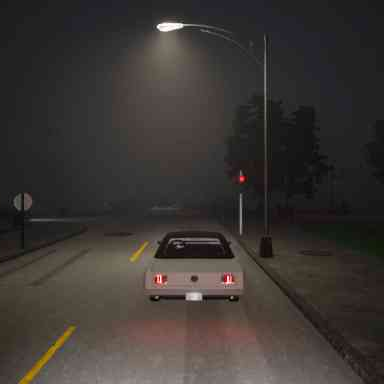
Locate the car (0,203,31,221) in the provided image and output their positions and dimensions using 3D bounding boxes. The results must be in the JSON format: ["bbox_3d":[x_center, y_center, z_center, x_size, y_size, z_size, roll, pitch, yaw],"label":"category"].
[{"bbox_3d":[-15.783,1.547,26.369,5.357,1.411,2.033,0,0,0],"label":"car"}]

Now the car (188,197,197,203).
[{"bbox_3d":[0.033,1.601,69.423,1.895,1.301,4.718,0,0,0],"label":"car"}]

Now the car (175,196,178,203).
[{"bbox_3d":[-4.044,1.547,59.802,2.033,1.411,5.357,0,0,0],"label":"car"}]

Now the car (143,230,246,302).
[{"bbox_3d":[0.060,1.601,8.233,1.895,1.301,4.718,0,0,0],"label":"car"}]

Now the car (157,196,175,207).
[{"bbox_3d":[-4.072,1.505,50.104,1.837,1.490,4.892,0,0,0],"label":"car"}]

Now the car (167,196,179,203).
[{"bbox_3d":[-3.967,1.540,70.143,2.033,1.411,5.357,0,0,0],"label":"car"}]
